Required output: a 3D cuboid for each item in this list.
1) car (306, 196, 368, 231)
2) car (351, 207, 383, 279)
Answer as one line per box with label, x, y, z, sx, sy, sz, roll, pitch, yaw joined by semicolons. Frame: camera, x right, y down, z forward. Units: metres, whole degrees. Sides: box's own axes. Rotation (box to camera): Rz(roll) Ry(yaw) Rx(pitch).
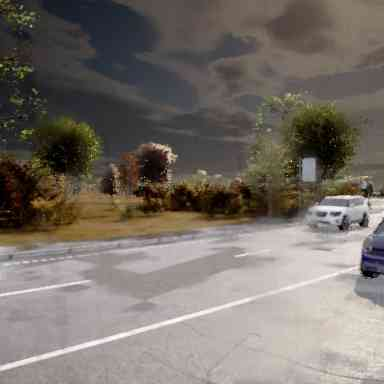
car;9.448;1.262;21.309;5.566;2.045;2.150;0;0;-44
car;6.510;1.371;9.050;4.553;1.767;2.097;0;0;-39
